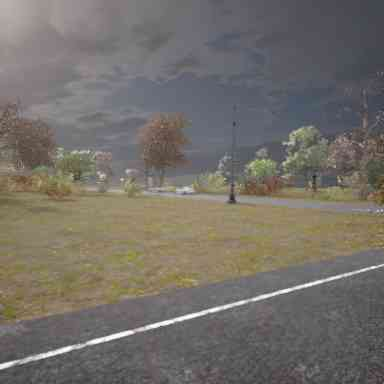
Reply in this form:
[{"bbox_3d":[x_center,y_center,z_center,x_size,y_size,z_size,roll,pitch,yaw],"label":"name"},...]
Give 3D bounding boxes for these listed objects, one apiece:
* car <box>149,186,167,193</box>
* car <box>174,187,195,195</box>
[{"bbox_3d":[-6.959,-0.480,67.506,1.895,1.301,4.718,0,2,-36],"label":"car"},{"bbox_3d":[-1.353,-0.245,59.683,1.812,1.442,4.674,0,2,-36],"label":"car"}]
